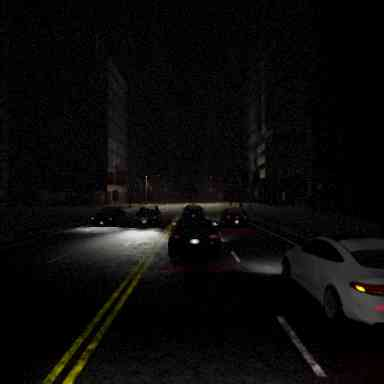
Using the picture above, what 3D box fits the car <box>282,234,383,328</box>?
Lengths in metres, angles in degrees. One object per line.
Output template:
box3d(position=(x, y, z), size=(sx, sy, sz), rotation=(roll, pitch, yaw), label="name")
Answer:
box3d(position=(3.330, 1.621, 7.104), size=(1.812, 1.442, 4.674), rotation=(0, -1, 0), label="car")

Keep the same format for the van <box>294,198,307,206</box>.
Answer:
box3d(position=(24.779, 2.268, 73.754), size=(3.998, 1.788, 1.690), rotation=(0, -1, 0), label="van")

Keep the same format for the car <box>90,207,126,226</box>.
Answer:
box3d(position=(-6.588, 1.905, 26.900), size=(2.033, 1.411, 5.357), rotation=(0, -1, 0), label="car")

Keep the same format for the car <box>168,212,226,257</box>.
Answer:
box3d(position=(0.099, 1.748, 13.800), size=(1.994, 1.385, 4.181), rotation=(0, -1, 0), label="car")

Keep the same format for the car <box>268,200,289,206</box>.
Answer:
box3d(position=(19.161, 2.489, 73.778), size=(4.403, 1.369, 2.008), rotation=(0, -1, 0), label="car")

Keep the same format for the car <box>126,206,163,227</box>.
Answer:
box3d(position=(-3.339, 1.833, 25.685), size=(2.128, 1.511, 4.902), rotation=(0, -1, 0), label="car")

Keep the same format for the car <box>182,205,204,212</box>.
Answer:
box3d(position=(0.110, 1.879, 30.170), size=(1.882, 1.535, 5.008), rotation=(0, -1, 0), label="car")

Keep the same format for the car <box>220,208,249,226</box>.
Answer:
box3d(position=(3.356, 1.960, 27.028), size=(1.895, 1.301, 4.718), rotation=(0, -1, 0), label="car")
